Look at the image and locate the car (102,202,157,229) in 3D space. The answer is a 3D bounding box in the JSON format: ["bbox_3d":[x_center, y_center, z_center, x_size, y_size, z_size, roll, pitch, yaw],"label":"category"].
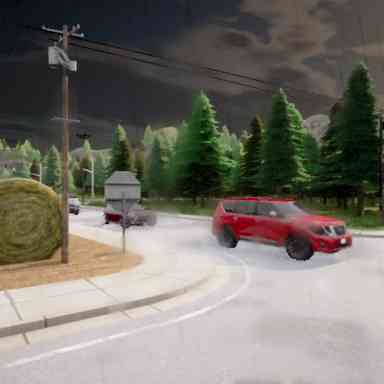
[{"bbox_3d":[-4.207,1.388,22.159,2.097,1.767,4.553,0,0,-38],"label":"car"}]

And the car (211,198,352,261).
[{"bbox_3d":[3.153,1.253,12.964,2.150,2.045,5.566,0,0,-40],"label":"car"}]

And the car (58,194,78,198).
[{"bbox_3d":[-16.660,1.256,43.793,2.150,2.045,5.566,0,0,-38],"label":"car"}]

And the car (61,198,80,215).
[{"bbox_3d":[-12.670,1.599,32.887,1.994,1.385,4.181,0,0,-38],"label":"car"}]
